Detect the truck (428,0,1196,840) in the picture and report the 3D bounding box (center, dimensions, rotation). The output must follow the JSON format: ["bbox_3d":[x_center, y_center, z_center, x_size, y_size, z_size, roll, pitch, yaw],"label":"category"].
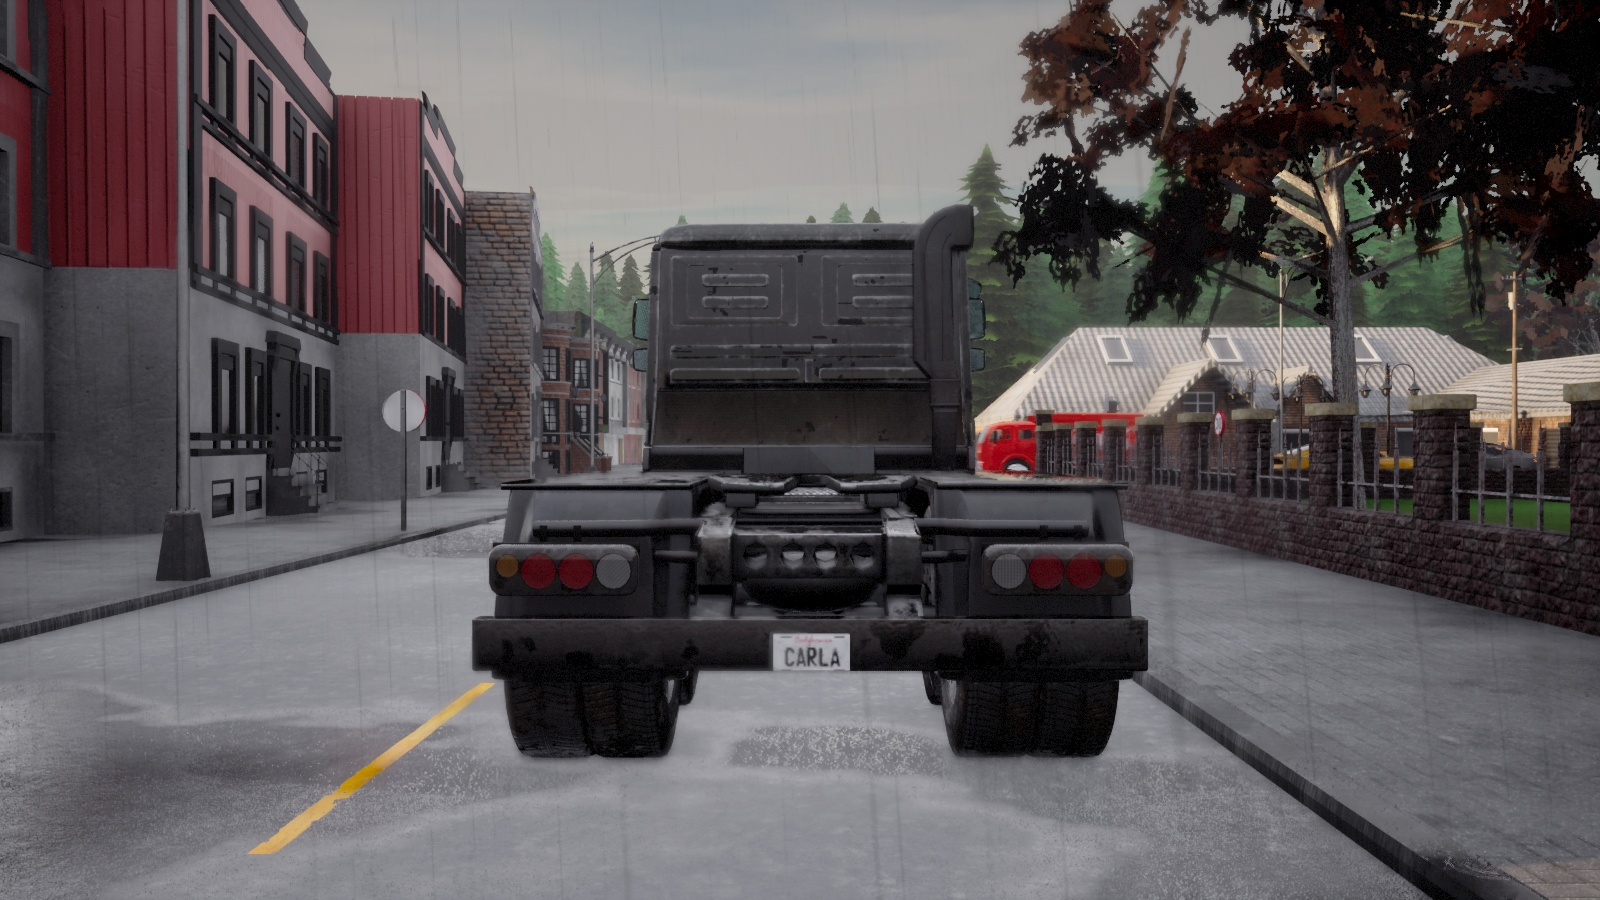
[{"bbox_3d":[0.065,-0.284,8.702,2.891,3.462,7.936,0,0,0],"label":"truck"}]

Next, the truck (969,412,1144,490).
[{"bbox_3d":[8.319,0.034,41.110,5.204,2.467,2.627,0,0,1],"label":"truck"}]

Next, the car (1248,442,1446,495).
[{"bbox_3d":[16.047,0.528,36.972,5.008,1.535,1.882,0,0,-1],"label":"car"}]

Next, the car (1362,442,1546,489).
[{"bbox_3d":[21.285,0.488,41.028,4.902,1.511,2.128,0,0,1],"label":"car"}]

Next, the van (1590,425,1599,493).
[{"bbox_3d":[26.112,0.282,36.942,4.480,2.038,2.069,0,0,-1],"label":"van"}]
